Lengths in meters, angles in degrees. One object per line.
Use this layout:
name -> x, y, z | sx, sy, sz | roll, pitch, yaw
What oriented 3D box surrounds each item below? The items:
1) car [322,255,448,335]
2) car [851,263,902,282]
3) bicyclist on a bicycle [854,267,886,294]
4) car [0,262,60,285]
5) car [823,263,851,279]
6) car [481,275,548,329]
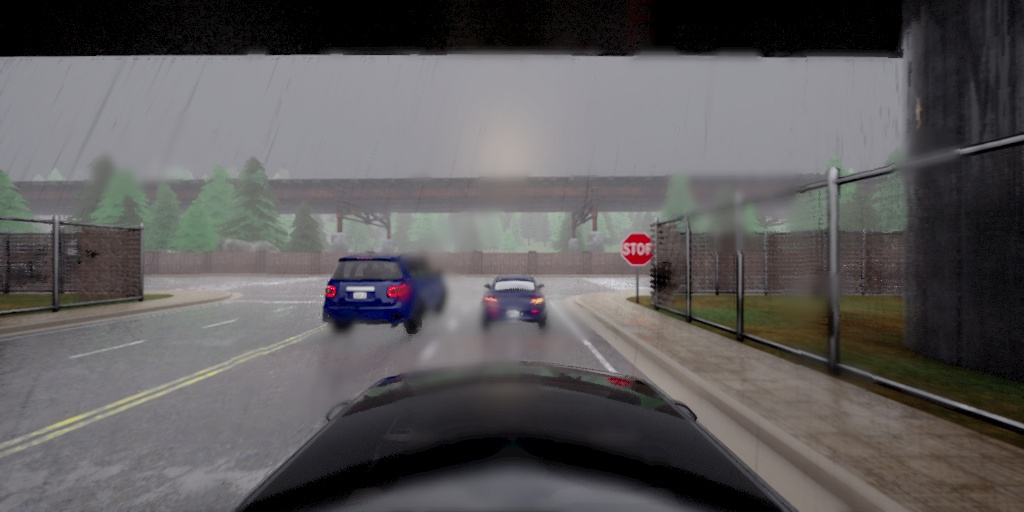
car -> -3.421, 1.002, 10.784 | 2.150, 2.045, 5.566 | 0, 0, 0
car -> 31.318, 1.339, 29.257 | 4.902, 1.511, 2.128 | 0, 0, 1
bicyclist on a bicycle -> 18.340, 1.110, 18.407 | 0.582, 1.620, 1.656 | 0, 0, 1
car -> -35.986, 1.189, 26.067 | 4.553, 1.767, 2.097 | 0, 0, 0
car -> 31.302, 1.365, 32.757 | 4.892, 1.490, 1.837 | 0, 0, 1
car -> 0.081, 1.310, 11.261 | 1.812, 1.442, 4.674 | 0, -1, 0
